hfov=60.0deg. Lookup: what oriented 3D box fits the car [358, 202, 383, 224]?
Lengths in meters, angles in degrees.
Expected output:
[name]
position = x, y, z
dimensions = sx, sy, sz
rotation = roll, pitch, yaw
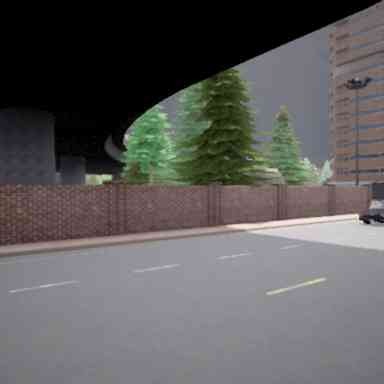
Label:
[car]
position = 13.006, 1.330, 21.547
dimensions = 5.357, 1.411, 2.033
rotation = -1, 0, -35
